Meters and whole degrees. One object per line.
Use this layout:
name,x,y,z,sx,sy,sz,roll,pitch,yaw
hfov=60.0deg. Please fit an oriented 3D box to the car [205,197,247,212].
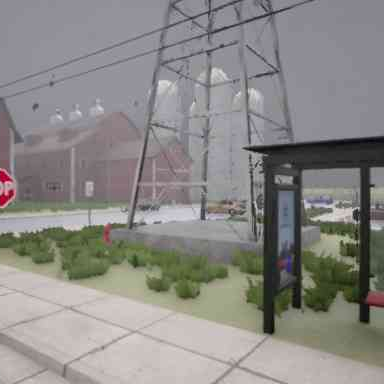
car,2.920,1.430,31.205,4.193,1.474,1.816,0,0,35

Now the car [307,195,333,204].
car,23.972,1.399,62.471,4.611,1.667,2.242,0,0,35

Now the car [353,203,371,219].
car,14.163,1.507,24.839,3.905,1.438,1.784,0,0,35

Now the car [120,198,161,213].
car,-5.150,1.376,33.879,2.128,1.511,4.902,0,0,35

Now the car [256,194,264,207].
car,10.152,1.234,42.598,3.866,1.878,1.905,0,0,35
